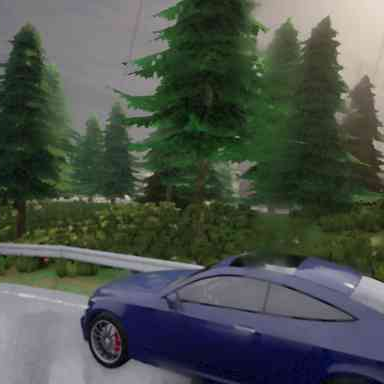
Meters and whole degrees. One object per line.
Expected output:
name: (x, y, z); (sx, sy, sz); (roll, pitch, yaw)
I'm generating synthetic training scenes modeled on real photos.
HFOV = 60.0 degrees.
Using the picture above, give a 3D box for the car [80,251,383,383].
car: (0.715, 1.500, 4.123); (4.674, 1.442, 1.812); (1, 1, 31)
